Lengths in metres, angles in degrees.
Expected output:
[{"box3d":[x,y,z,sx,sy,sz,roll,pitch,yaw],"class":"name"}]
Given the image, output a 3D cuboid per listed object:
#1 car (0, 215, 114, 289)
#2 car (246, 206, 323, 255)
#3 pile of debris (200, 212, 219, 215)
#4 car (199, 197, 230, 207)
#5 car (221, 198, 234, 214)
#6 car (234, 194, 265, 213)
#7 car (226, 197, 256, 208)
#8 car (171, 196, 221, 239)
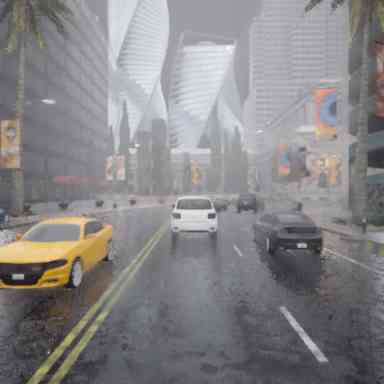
[{"box3d":[-3.580,1.478,9.368,1.882,1.535,5.008,0,0,0],"class":"car"},{"box3d":[3.601,1.506,13.313,1.837,1.490,4.892,0,0,0],"class":"car"},{"box3d":[1.766,2.177,33.952,1.500,0.140,1.860,0,0,18],"class":"pile of debris"},{"box3d":[3.492,1.551,51.181,2.033,1.411,5.357,0,0,39],"class":"car"},{"box3d":[2.590,1.489,35.362,2.128,1.511,4.902,0,0,19],"class":"car"},{"box3d":[6.426,1.224,35.900,2.150,2.045,5.566,0,0,22],"class":"car"},{"box3d":[7.504,1.494,50.328,2.128,1.511,4.902,0,0,43],"class":"car"},{"box3d":[0.109,1.223,17.326,2.150,2.045,5.566,0,0,0],"class":"car"}]
